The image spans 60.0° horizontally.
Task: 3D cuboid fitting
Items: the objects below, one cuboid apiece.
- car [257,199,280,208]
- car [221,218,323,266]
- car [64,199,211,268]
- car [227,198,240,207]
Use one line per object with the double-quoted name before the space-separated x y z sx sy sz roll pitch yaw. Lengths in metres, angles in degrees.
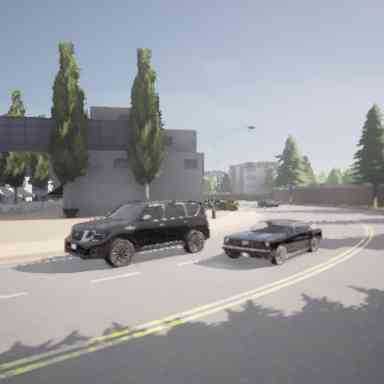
"car" 12.174 1.851 53.319 2.033 1.411 5.357 0 0 -9
"car" 3.087 1.671 12.143 1.895 1.301 4.718 0 0 40
"car" -1.669 1.309 12.110 2.150 2.045 5.566 0 0 44
"car" 7.393 1.879 60.858 1.837 1.490 4.892 0 -1 -9
